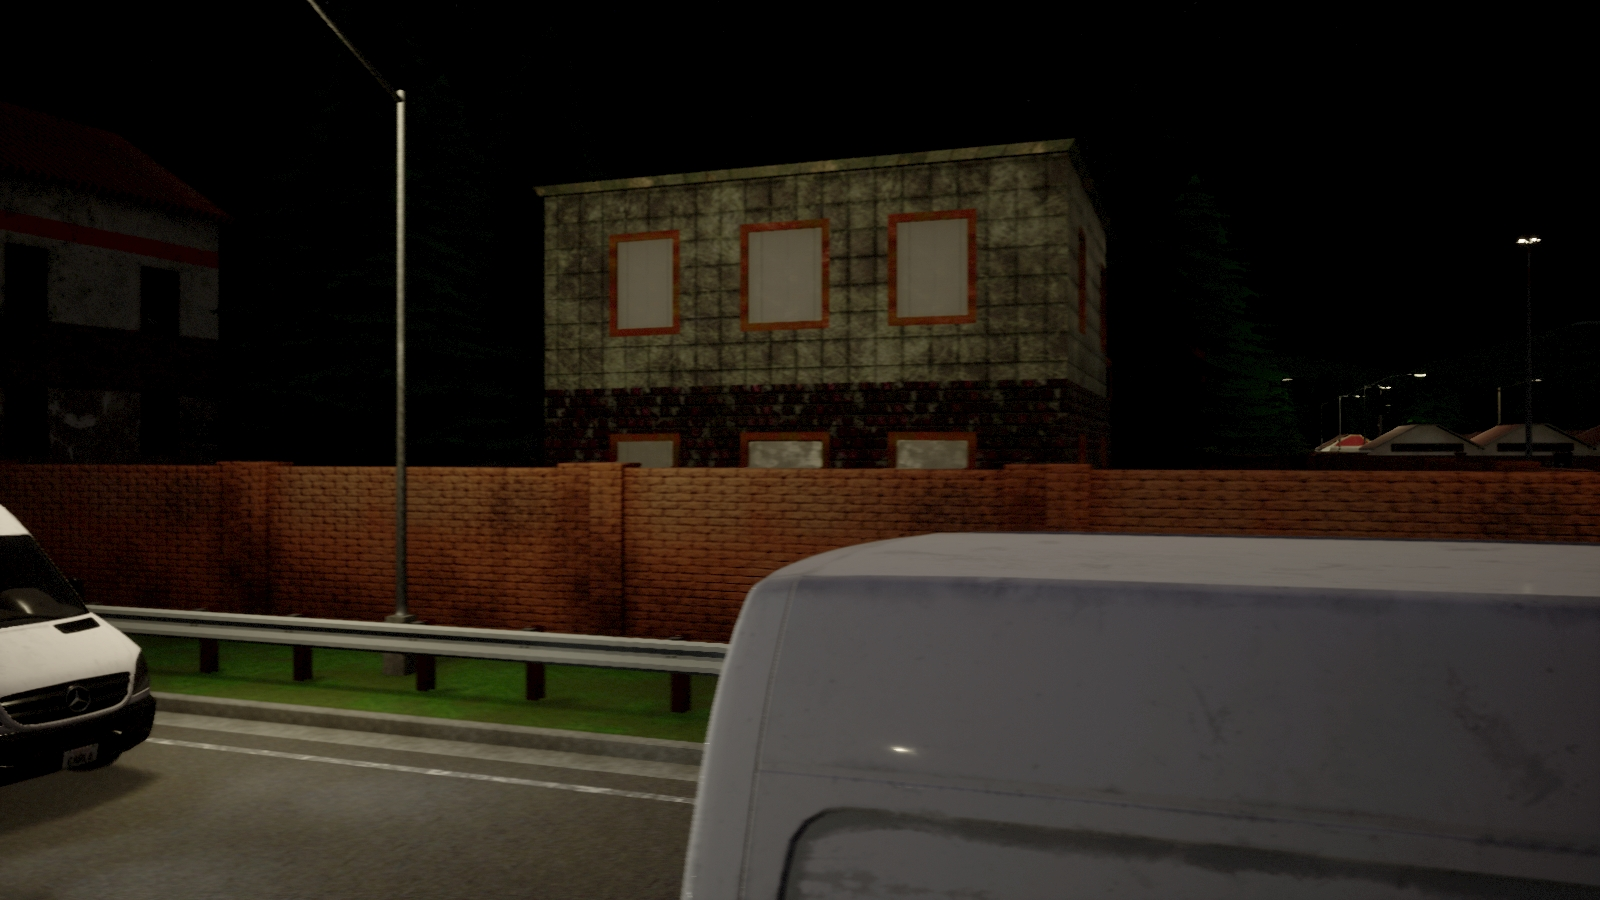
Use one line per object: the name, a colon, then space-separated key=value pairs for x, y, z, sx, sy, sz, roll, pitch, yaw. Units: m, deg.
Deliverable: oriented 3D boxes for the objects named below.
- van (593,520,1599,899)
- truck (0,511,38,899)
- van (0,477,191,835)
van: x=2.694 y=1.534 z=2.300 sx=5.915 sy=2.561 sz=1.988 roll=0 pitch=0 yaw=20
truck: x=-6.956 y=1.573 z=5.720 sx=5.204 sy=2.467 sz=2.627 roll=0 pitch=0 yaw=20
van: x=-8.397 y=1.539 z=9.950 sx=5.915 sy=2.561 sz=1.988 roll=0 pitch=0 yaw=20
